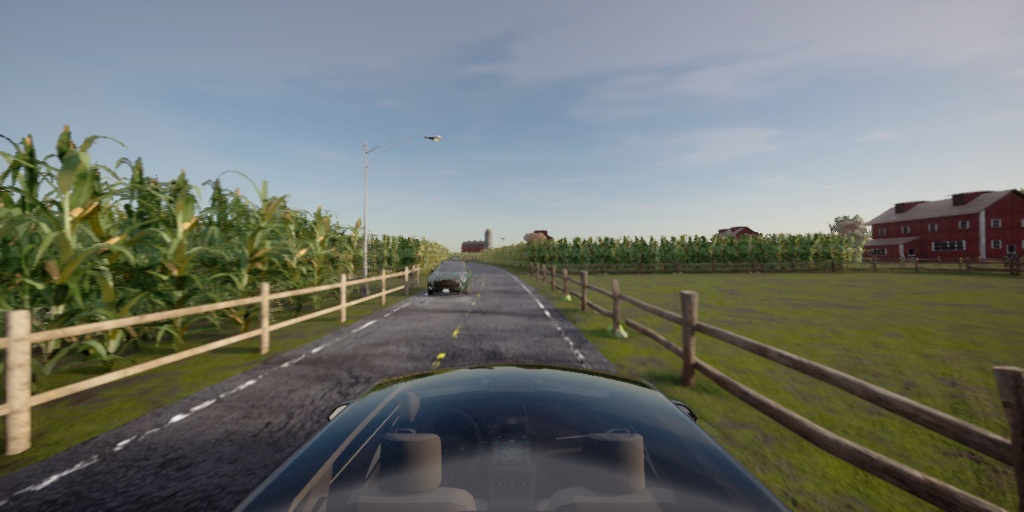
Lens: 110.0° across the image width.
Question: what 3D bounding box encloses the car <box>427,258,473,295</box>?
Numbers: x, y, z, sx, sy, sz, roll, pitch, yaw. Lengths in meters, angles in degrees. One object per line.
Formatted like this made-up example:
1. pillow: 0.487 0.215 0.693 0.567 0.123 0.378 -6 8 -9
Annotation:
1. car: -3.288 1.105 19.714 2.097 1.767 4.553 0 0 -3
